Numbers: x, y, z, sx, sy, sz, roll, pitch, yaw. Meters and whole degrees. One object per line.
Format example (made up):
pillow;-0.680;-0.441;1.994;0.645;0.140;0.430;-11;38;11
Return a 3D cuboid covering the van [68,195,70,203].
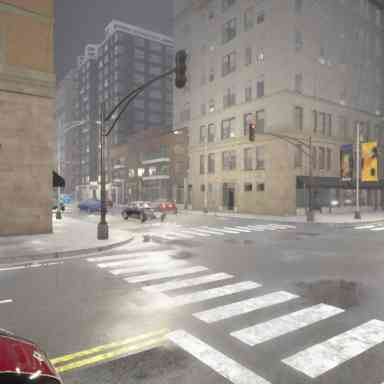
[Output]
van;-25.213;1.328;65.390;1.690;1.788;3.998;0;0;-35

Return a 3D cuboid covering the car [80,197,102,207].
car;-15.889;1.504;52.153;1.752;1.417;4.829;0;0;-35

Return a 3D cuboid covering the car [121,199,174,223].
car;-3.772;1.464;25.426;2.128;1.511;4.902;0;0;-35

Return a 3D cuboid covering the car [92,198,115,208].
car;-12.651;1.560;47.556;1.802;1.307;4.206;0;0;-35

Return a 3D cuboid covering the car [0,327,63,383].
car;-2.864;1.352;1.426;4.553;1.767;2.097;0;0;-36

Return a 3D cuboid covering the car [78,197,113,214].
car;-10.392;1.440;34.823;1.882;1.535;5.008;0;0;-35

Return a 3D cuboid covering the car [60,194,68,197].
car;-20.469;1.311;49.222;2.097;1.767;4.553;0;0;-35

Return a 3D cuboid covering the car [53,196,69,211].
car;-16.072;1.517;38.479;1.947;1.339;4.313;0;0;-35

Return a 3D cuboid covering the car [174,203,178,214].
car;-3.228;1.425;34.181;1.967;1.590;4.097;0;0;-35
